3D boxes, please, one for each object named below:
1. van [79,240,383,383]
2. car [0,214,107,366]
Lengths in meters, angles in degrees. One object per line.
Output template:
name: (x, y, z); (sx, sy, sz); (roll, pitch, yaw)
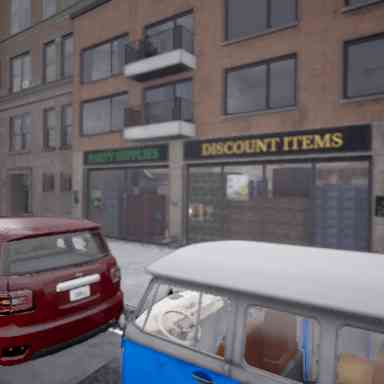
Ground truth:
van: (1.245, 1.341, 2.178); (3.998, 1.788, 1.690); (0, 1, 36)
car: (-3.301, 1.303, 5.422); (5.009, 1.841, 2.192); (0, 1, 36)
